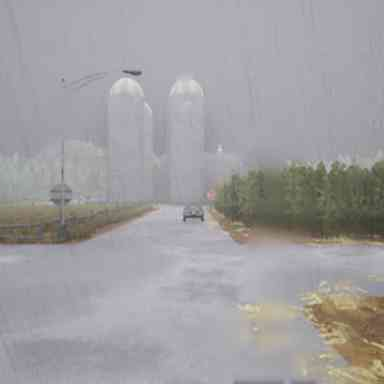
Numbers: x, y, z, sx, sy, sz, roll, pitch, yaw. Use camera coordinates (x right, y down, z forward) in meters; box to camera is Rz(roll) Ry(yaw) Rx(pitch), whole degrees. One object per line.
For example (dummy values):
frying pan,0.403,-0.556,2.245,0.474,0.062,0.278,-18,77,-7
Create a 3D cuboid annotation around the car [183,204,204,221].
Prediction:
car,0.124,1.847,30.747,2.033,1.411,5.357,0,0,0
